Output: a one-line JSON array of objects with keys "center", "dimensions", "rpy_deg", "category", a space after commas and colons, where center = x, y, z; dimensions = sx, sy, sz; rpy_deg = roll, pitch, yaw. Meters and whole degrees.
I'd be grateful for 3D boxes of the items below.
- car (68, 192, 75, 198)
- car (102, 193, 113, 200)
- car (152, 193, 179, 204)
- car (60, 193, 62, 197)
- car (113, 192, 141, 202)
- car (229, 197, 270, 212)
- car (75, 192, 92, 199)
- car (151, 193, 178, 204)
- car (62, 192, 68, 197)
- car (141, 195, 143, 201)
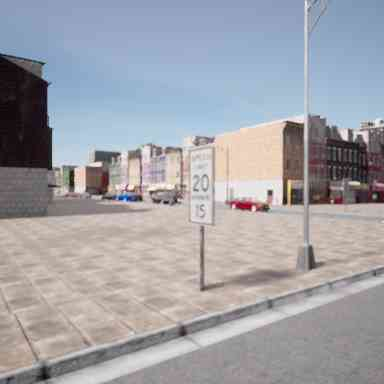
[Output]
[{"center": [-26.404, 0.716, 76.857], "dimensions": [1.887, 1.381, 4.507], "rpy_deg": [1, 0, -35], "category": "car"}, {"center": [-14.675, 0.837, 59.740], "dimensions": [1.812, 1.442, 4.674], "rpy_deg": [0, 0, -36], "category": "car"}, {"center": [-4.004, 0.933, 50.051], "dimensions": [1.837, 1.490, 4.892], "rpy_deg": [0, 0, -35], "category": "car"}, {"center": [-32.687, 0.634, 85.664], "dimensions": [1.752, 1.417, 4.829], "rpy_deg": [0, 0, -36], "category": "car"}, {"center": [-10.602, 0.844, 54.046], "dimensions": [1.882, 1.535, 5.008], "rpy_deg": [0, 0, -36], "category": "car"}, {"center": [5.500, 1.163, 32.134], "dimensions": [1.887, 1.381, 4.507], "rpy_deg": [1, 0, -35], "category": "car"}, {"center": [-23.214, 0.757, 72.385], "dimensions": [2.008, 1.369, 4.403], "rpy_deg": [1, 0, -35], "category": "car"}, {"center": [-4.071, 1.024, 45.551], "dimensions": [1.947, 1.339, 4.313], "rpy_deg": [1, 0, -35], "category": "car"}, {"center": [-29.595, 0.683, 81.330], "dimensions": [1.887, 1.381, 4.507], "rpy_deg": [1, 0, -35], "category": "car"}, {"center": [-10.431, 0.843, 58.997], "dimensions": [1.837, 1.490, 4.892], "rpy_deg": [0, 0, -36], "category": "car"}]
